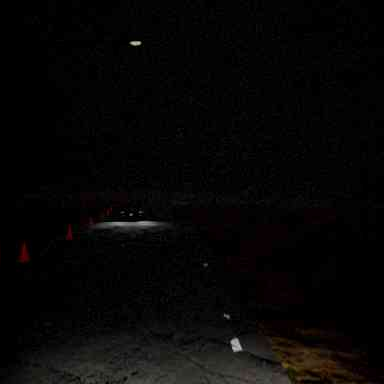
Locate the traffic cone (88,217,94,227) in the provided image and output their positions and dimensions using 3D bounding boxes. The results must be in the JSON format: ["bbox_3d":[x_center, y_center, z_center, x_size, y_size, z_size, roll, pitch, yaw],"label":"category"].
[{"bbox_3d":[-6.207,1.844,20.377,0.340,0.580,0.340,0,0,-7],"label":"traffic cone"}]

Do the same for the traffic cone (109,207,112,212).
[{"bbox_3d":[-7.622,1.797,30.126,0.340,0.580,0.340,0,0,-10],"label":"traffic cone"}]

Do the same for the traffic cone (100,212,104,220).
[{"bbox_3d":[-6.847,1.819,25.261,0.340,0.580,0.340,0,0,-8],"label":"traffic cone"}]

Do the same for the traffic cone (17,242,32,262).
[{"bbox_3d":[-5.327,1.892,10.566,0.340,0.580,0.340,0,0,-4],"label":"traffic cone"}]

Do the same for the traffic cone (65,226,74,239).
[{"bbox_3d":[-5.700,1.868,15.478,0.340,0.580,0.340,0,0,-5],"label":"traffic cone"}]

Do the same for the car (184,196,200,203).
[{"bbox_3d":[0.080,1.533,73.966,1.882,1.535,5.008,0,-1,28],"label":"car"}]

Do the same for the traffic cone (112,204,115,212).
[{"bbox_3d":[-8.528,1.783,34.969,0.340,0.580,0.340,0,0,-11],"label":"traffic cone"}]

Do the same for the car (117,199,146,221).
[{"bbox_3d":[-4.684,1.368,26.053,1.837,1.490,4.892,0,0,-8],"label":"car"}]
